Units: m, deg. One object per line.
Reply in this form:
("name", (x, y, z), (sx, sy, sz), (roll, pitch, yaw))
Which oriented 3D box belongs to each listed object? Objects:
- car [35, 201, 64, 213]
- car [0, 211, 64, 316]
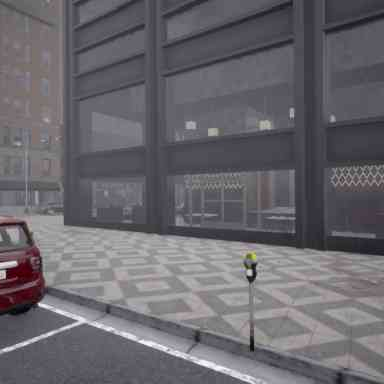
("car", (-14.620, 1.725, 36.356), (1.837, 1.490, 4.892), (-1, -1, 35))
("car", (-4.811, 1.317, 6.282), (5.009, 1.841, 2.192), (0, -1, 35))
